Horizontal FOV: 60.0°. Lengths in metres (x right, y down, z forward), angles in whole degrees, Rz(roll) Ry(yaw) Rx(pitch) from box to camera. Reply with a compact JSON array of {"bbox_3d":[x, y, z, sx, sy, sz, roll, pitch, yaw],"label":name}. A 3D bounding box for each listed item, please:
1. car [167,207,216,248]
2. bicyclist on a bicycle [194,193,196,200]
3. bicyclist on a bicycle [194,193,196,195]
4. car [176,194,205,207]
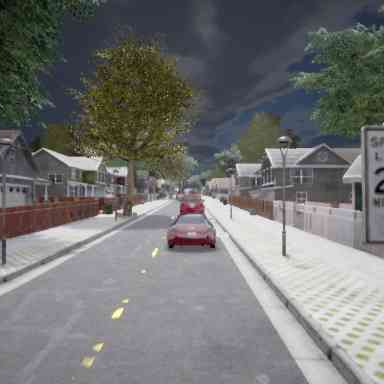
[{"bbox_3d":[-0.001,1.570,14.655,1.994,1.385,4.181,0,0,0],"label":"car"},{"bbox_3d":[0.757,1.096,79.638,0.582,1.620,1.656,0,0,0],"label":"bicyclist on a bicycle"},{"bbox_3d":[0.756,1.161,70.632,0.582,1.620,1.656,0,0,0],"label":"bicyclist on a bicycle"},{"bbox_3d":[-0.001,1.229,29.692,2.150,2.045,5.566,0,0,0],"label":"car"}]
